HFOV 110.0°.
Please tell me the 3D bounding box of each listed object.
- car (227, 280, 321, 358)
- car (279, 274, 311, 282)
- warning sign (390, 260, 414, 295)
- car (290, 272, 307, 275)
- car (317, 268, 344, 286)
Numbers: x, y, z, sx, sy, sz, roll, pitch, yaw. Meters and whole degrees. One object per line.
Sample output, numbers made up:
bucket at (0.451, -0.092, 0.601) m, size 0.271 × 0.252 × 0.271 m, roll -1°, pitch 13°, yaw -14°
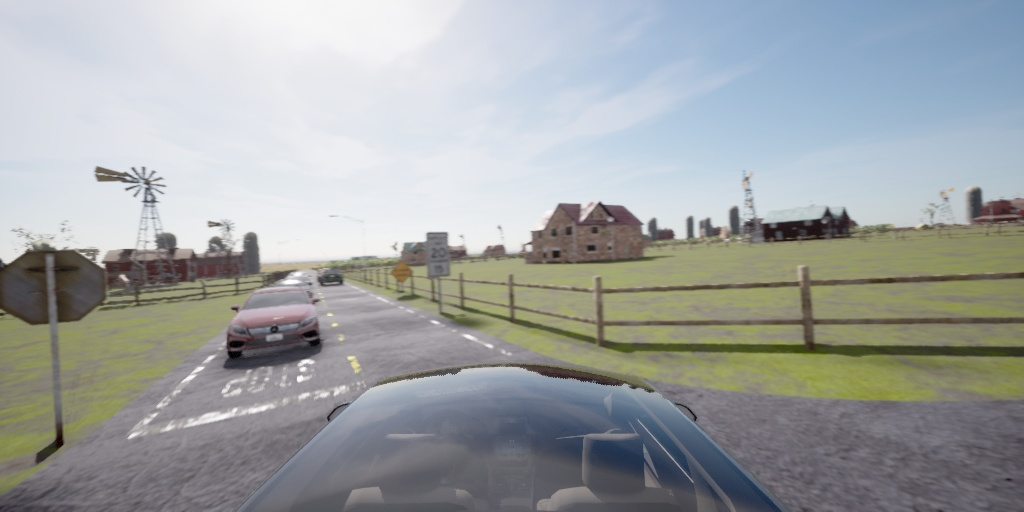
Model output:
car at (-6.443, 1.605, 9.943) m, size 1.812 × 1.442 × 4.674 m, roll -3°, pitch 0°, yaw -30°
car at (-11.739, 1.913, 19.143) m, size 1.994 × 1.385 × 4.181 m, roll -3°, pitch 0°, yaw -30°
warning sign at (-6.114, 1.176, 20.021) m, size 1.300 × 1.860 × 1.060 m, roll 0°, pitch 0°, yaw -30°
car at (-20.267, 2.280, 34.067) m, size 2.128 × 1.511 × 4.902 m, roll -3°, pitch 0°, yaw -29°
car at (-18.822, 2.066, 37.285) m, size 2.097 × 1.767 × 4.553 m, roll -3°, pitch 0°, yaw -29°
